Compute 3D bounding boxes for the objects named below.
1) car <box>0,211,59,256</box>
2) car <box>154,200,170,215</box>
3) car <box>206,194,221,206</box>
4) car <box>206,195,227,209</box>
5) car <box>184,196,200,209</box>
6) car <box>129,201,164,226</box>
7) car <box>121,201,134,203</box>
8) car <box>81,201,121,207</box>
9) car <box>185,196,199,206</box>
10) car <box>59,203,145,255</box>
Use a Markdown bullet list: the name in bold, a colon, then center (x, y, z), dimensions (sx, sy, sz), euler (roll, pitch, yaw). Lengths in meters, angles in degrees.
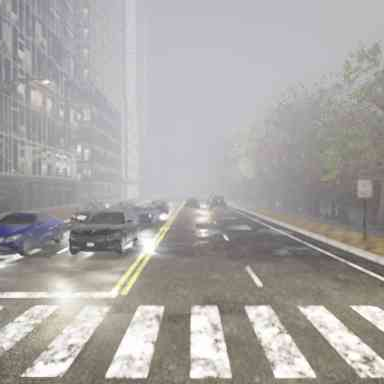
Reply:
- **car**: center (-6.581, 1.498, 13.147), dimensions (1.812, 1.442, 4.674), euler (0, 0, 1)
- **car**: center (-3.233, 1.470, 32.689), dimensions (1.994, 1.385, 4.181), euler (0, 0, 0)
- **car**: center (3.279, 1.181, 52.449), dimensions (2.097, 1.767, 4.553), euler (0, 0, 0)
- **car**: center (3.274, 1.217, 42.418), dimensions (2.097, 1.767, 4.553), euler (0, 0, 0)
- **car**: center (0.024, 1.433, 42.451), dimensions (1.994, 1.385, 4.181), euler (0, 0, 0)
- **car**: center (-3.297, 1.539, 22.783), dimensions (1.895, 1.301, 4.718), euler (0, 0, 1)
- **car**: center (-6.483, 1.512, 32.486), dimensions (1.895, 1.301, 4.718), euler (0, 0, 0)
- **car**: center (-6.549, 1.434, 22.413), dimensions (2.128, 1.511, 4.902), euler (0, 0, 0)
- **car**: center (0.029, 1.380, 52.481), dimensions (2.033, 1.411, 5.357), euler (0, 0, 0)
- **car**: center (-3.334, 1.445, 13.439), dimensions (1.882, 1.535, 5.008), euler (0, 0, 0)
